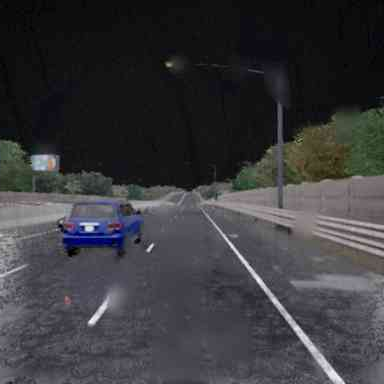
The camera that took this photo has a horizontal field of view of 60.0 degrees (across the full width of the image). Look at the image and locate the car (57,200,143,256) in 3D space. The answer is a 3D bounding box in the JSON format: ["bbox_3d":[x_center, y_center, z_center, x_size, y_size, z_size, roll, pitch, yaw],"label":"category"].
[{"bbox_3d":[-3.405,1.326,13.709,2.150,2.045,5.566,0,0,0],"label":"car"}]

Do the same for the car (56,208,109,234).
[{"bbox_3d":[-6.908,1.795,21.549,1.895,1.301,4.718,0,-1,0],"label":"car"}]
